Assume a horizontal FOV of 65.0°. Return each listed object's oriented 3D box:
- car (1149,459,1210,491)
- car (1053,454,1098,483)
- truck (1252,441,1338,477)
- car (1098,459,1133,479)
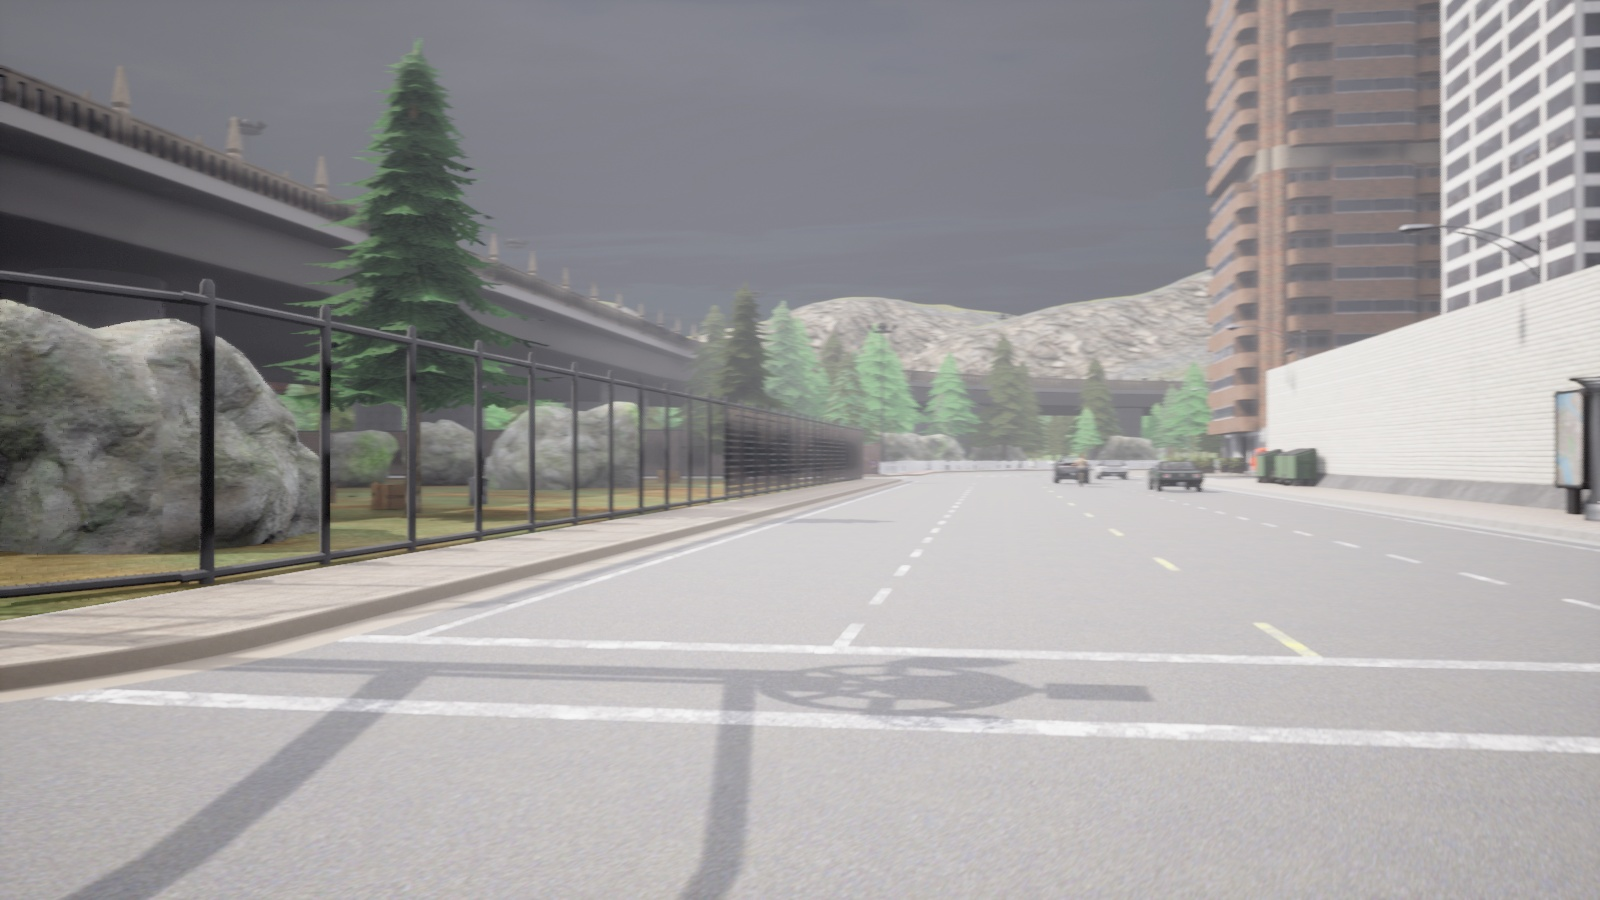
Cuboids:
[{"bbox_3d":[16.248,1.053,54.017,1.895,1.301,4.718,0,0,9],"label":"car"},{"bbox_3d":[15.107,0.998,69.068,2.128,1.511,4.902,0,0,9],"label":"car"},{"bbox_3d":[34.872,0.632,88.653,5.204,2.467,2.627,0,0,9],"label":"truck"},{"bbox_3d":[21.000,1.239,83.756,1.895,1.301,4.718,0,0,9],"label":"car"}]
